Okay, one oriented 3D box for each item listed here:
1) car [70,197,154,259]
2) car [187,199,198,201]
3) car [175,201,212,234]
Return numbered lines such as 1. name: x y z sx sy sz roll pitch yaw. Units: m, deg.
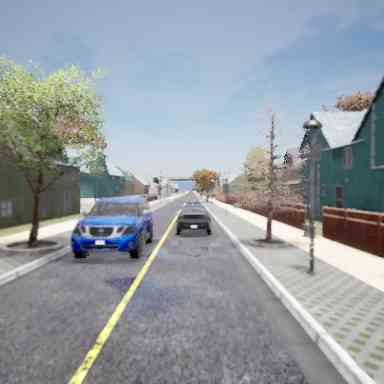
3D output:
1. car: -2.794 1.216 12.960 2.150 2.045 5.566 0 0 1
2. car: 0.100 1.528 42.153 2.033 1.411 5.357 0 0 0
3. car: 0.100 1.494 19.163 1.837 1.490 4.892 0 0 0
